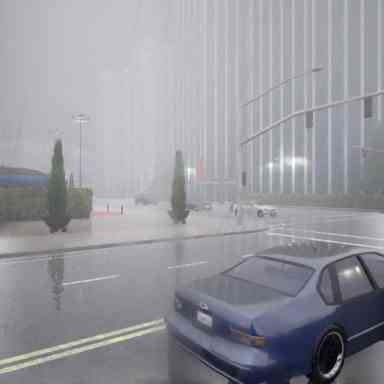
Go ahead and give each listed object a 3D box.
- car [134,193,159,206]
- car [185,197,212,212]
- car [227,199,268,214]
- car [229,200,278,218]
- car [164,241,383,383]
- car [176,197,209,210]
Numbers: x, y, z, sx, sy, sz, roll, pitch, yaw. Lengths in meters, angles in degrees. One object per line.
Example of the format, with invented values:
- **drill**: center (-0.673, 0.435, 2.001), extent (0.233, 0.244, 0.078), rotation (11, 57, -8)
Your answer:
- **car**: center (-7.604, 1.222, 55.244), extent (2.150, 2.045, 5.566), rotation (0, 0, -35)
- **car**: center (0.297, 1.491, 38.329), extent (2.128, 1.511, 4.902), rotation (0, 0, -36)
- **car**: center (6.029, 1.564, 36.386), extent (1.994, 1.385, 4.181), rotation (0, 0, -36)
- **car**: center (5.755, 1.526, 30.845), extent (1.812, 1.442, 4.674), rotation (0, 0, -36)
- **car**: center (2.204, 1.547, 5.376), extent (5.357, 1.411, 2.033), rotation (0, 0, -35)
- **car**: center (-0.005, 1.478, 44.709), extent (1.882, 1.535, 5.008), rotation (0, 0, -36)
